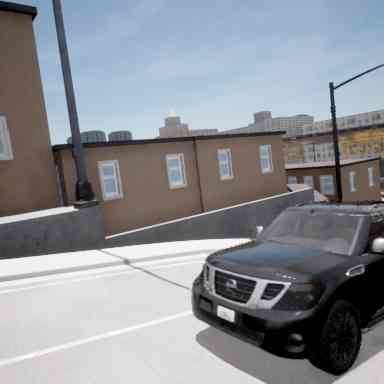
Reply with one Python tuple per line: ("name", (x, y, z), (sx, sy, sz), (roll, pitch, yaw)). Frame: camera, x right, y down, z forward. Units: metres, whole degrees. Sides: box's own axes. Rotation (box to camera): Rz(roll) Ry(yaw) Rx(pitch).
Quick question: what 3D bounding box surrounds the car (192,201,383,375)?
("car", (2.621, 1.210, 6.005), (5.566, 2.045, 2.150), (0, 0, -38))
